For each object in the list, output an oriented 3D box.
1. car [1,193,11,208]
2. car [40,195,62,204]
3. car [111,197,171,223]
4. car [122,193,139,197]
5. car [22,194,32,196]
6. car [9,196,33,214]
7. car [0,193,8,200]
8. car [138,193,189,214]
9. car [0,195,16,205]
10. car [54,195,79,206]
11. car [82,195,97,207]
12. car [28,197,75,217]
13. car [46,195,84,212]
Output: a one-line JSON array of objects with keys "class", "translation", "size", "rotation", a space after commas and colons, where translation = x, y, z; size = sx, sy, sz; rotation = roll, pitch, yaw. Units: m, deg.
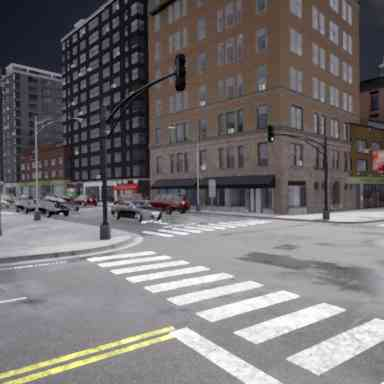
[{"class": "car", "translation": [-23.789, 1.247, 40.921], "size": [1.752, 1.417, 4.829], "rotation": [0, 1, -44]}, {"class": "car", "translation": [-21.642, 1.133, 50.943], "size": [1.802, 1.307, 4.206], "rotation": [0, 1, -44]}, {"class": "car", "translation": [-4.174, 1.369, 24.690], "size": [2.128, 1.511, 4.902], "rotation": [-1, 1, -44]}, {"class": "car", "translation": [-6.284, 1.041, 35.145], "size": [2.192, 1.841, 5.009], "rotation": [0, 1, -44]}, {"class": "car", "translation": [-29.321, 1.041, 58.840], "size": [1.802, 1.307, 4.206], "rotation": [0, 1, -44]}, {"class": "car", "translation": [-16.231, 1.373, 33.148], "size": [1.947, 1.339, 4.313], "rotation": [0, 1, -44]}, {"class": "car", "translation": [-40.839, 0.884, 70.686], "size": [1.947, 1.339, 4.313], "rotation": [0, 1, -44]}, {"class": "car", "translation": [-2.445, 1.083, 31.196], "size": [2.192, 1.841, 5.009], "rotation": [0, 1, -44]}, {"class": "car", "translation": [-27.527, 1.138, 48.831], "size": [1.812, 1.442, 4.674], "rotation": [-1, 1, -44]}, {"class": "car", "translation": [-17.803, 1.178, 46.994], "size": [1.802, 1.307, 4.206], "rotation": [0, 1, -44]}, {"class": "car", "translation": [-13.963, 1.080, 43.044], "size": [1.967, 1.590, 4.097], "rotation": [0, 1, -44]}, {"class": "car", "translation": [-12.392, 1.416, 29.200], "size": [1.947, 1.339, 4.313], "rotation": [0, 1, -44]}, {"class": "car", "translation": [-13.241, 1.305, 34.021], "size": [1.812, 1.442, 4.674], "rotation": [-1, 1, -44]}]
